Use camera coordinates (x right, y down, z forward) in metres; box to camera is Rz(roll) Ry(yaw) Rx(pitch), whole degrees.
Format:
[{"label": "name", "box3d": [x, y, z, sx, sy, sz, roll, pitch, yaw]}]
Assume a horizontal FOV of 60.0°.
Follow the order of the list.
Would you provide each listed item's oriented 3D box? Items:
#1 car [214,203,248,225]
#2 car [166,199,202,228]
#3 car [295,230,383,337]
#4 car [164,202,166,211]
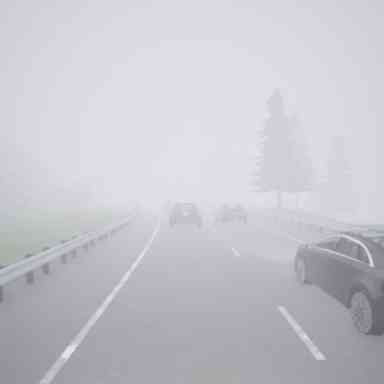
[{"label": "car", "box3d": [2.843, 1.592, 24.955, 2.128, 1.511, 4.902, 0, 0, -4]}, {"label": "car", "box3d": [-0.530, 1.444, 22.936, 2.097, 1.767, 4.553, 0, 0, -4]}, {"label": "car", "box3d": [3.573, 1.519, 6.686, 2.128, 1.511, 4.902, 0, 0, -1]}, {"label": "car", "box3d": [-2.351, 1.654, 40.682, 2.128, 1.511, 4.902, 0, 0, -8]}]
